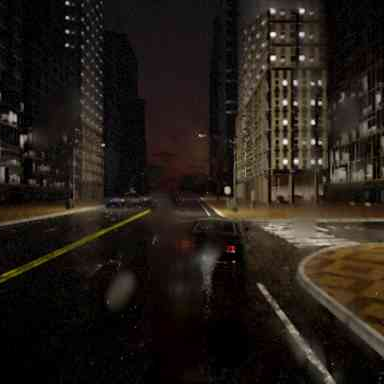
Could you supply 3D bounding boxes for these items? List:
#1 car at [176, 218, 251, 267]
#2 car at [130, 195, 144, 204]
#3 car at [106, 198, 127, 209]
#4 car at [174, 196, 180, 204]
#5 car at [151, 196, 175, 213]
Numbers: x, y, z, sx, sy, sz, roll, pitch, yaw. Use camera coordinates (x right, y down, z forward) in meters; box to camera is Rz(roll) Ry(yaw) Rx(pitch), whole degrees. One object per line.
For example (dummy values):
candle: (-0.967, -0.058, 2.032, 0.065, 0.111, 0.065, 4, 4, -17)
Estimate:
car: (0.936, 1.524, 11.178, 1.895, 1.301, 4.718, 2, 1, 12)
car: (-9.792, 1.340, 59.658, 1.812, 1.442, 4.674, 0, 0, 1)
car: (-9.834, 1.465, 43.407, 1.895, 1.301, 4.718, 0, 0, 0)
car: (-3.157, 1.365, 58.822, 2.033, 1.411, 5.357, 0, 0, 0)
car: (-3.153, 1.453, 35.246, 1.994, 1.385, 4.181, 0, 0, 0)
